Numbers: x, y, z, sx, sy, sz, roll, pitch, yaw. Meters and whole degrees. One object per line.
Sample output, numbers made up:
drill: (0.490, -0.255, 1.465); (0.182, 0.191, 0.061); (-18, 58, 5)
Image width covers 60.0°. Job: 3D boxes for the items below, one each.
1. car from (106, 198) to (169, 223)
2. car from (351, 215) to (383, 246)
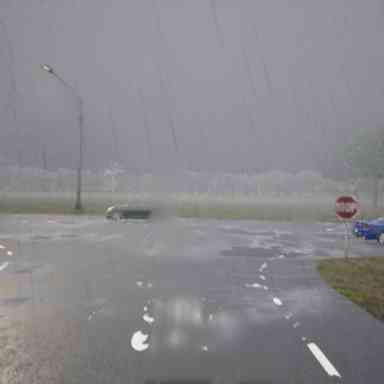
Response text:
car: (-3.981, 1.246, 24.742); (4.553, 1.767, 2.097); (1, 1, 0)
car: (11.204, 1.979, 17.703); (5.008, 1.535, 1.882); (2, 1, 0)
